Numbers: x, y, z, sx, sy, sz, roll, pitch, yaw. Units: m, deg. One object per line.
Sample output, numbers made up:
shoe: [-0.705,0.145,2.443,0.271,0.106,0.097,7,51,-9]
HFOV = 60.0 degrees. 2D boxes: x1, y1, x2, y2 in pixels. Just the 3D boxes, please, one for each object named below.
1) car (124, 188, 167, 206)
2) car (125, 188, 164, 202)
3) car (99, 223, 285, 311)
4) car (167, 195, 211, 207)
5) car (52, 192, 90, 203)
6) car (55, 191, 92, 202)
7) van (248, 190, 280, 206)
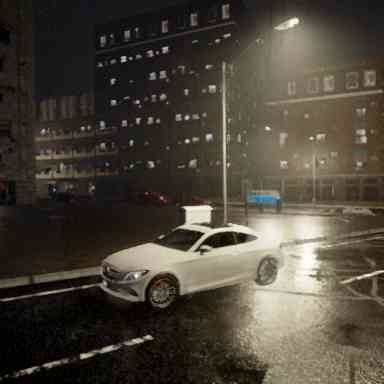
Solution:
car: [-5.187,0.587,37.001,5.009,1.841,2.192,1,0,24]
car: [-6.767,0.391,46.914,5.009,1.841,2.192,1,0,24]
car: [0.224,1.488,7.800,4.674,1.442,1.812,0,0,-35]
car: [-0.062,0.948,34.677,4.206,1.307,1.802,1,0,24]
car: [-15.457,0.625,41.649,4.507,1.381,1.887,1,0,24]
car: [-16.011,0.618,44.763,4.718,1.301,1.895,1,1,25]
van: [8.623,0.700,39.945,3.998,1.788,1.690,1,0,24]
